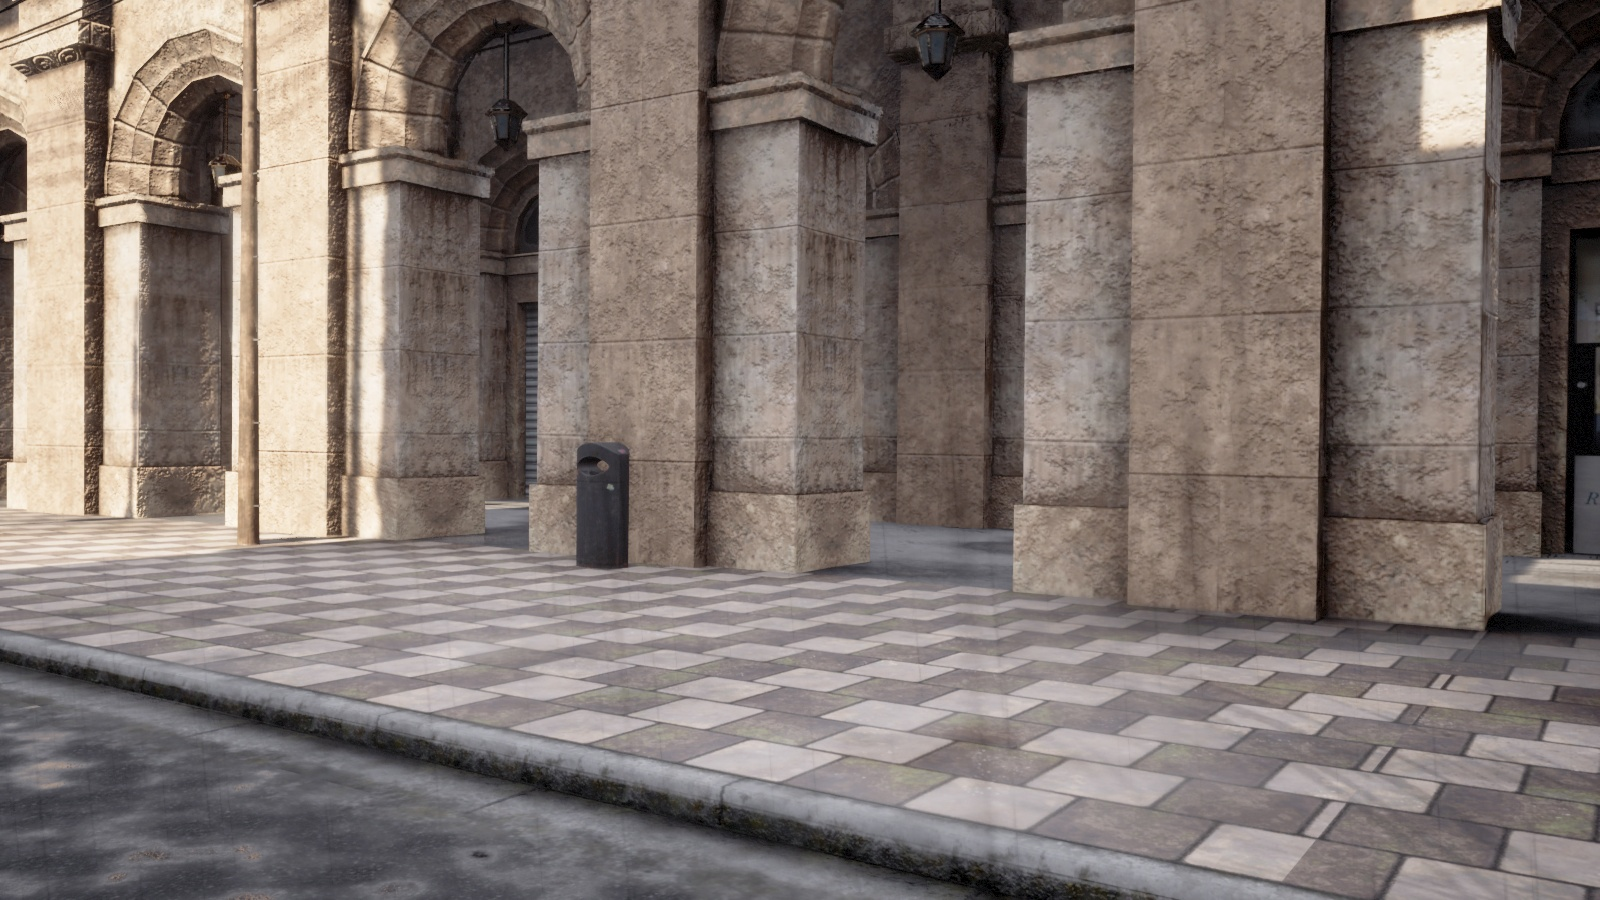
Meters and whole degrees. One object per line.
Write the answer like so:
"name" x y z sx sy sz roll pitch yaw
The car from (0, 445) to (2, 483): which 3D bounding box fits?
"car" -30.009 0.524 42.477 1.895 1.301 4.718 0 1 34
